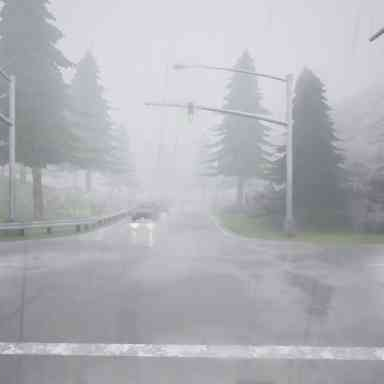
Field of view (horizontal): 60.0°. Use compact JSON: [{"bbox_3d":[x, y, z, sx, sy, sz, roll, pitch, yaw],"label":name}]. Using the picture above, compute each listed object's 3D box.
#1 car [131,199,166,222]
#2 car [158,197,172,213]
[{"bbox_3d":[-3.593,1.547,26.889,2.033,1.411,5.357,0,0,0],"label":"car"},{"bbox_3d":[-3.625,1.564,36.811,1.994,1.385,4.181,0,0,0],"label":"car"}]
